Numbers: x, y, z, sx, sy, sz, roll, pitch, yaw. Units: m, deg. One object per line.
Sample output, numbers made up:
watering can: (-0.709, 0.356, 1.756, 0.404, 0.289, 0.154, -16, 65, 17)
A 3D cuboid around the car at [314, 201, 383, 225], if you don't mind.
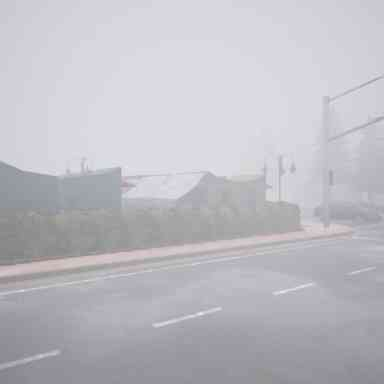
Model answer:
car: (11.346, 1.492, 24.279, 2.128, 1.511, 4.902, 0, 0, -37)
